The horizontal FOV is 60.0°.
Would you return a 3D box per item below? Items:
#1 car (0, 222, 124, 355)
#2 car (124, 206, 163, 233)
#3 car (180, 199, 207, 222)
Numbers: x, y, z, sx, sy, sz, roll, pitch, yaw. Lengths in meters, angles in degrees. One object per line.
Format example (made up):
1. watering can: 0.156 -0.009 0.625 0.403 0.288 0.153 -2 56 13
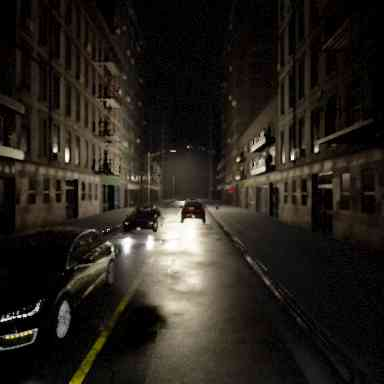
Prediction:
1. car: -2.816 1.511 6.458 1.837 1.490 4.892 0 0 0
2. car: -2.812 1.566 20.289 2.033 1.411 5.357 0 0 1
3. car: 0.097 1.531 26.371 1.837 1.490 4.892 0 0 0
